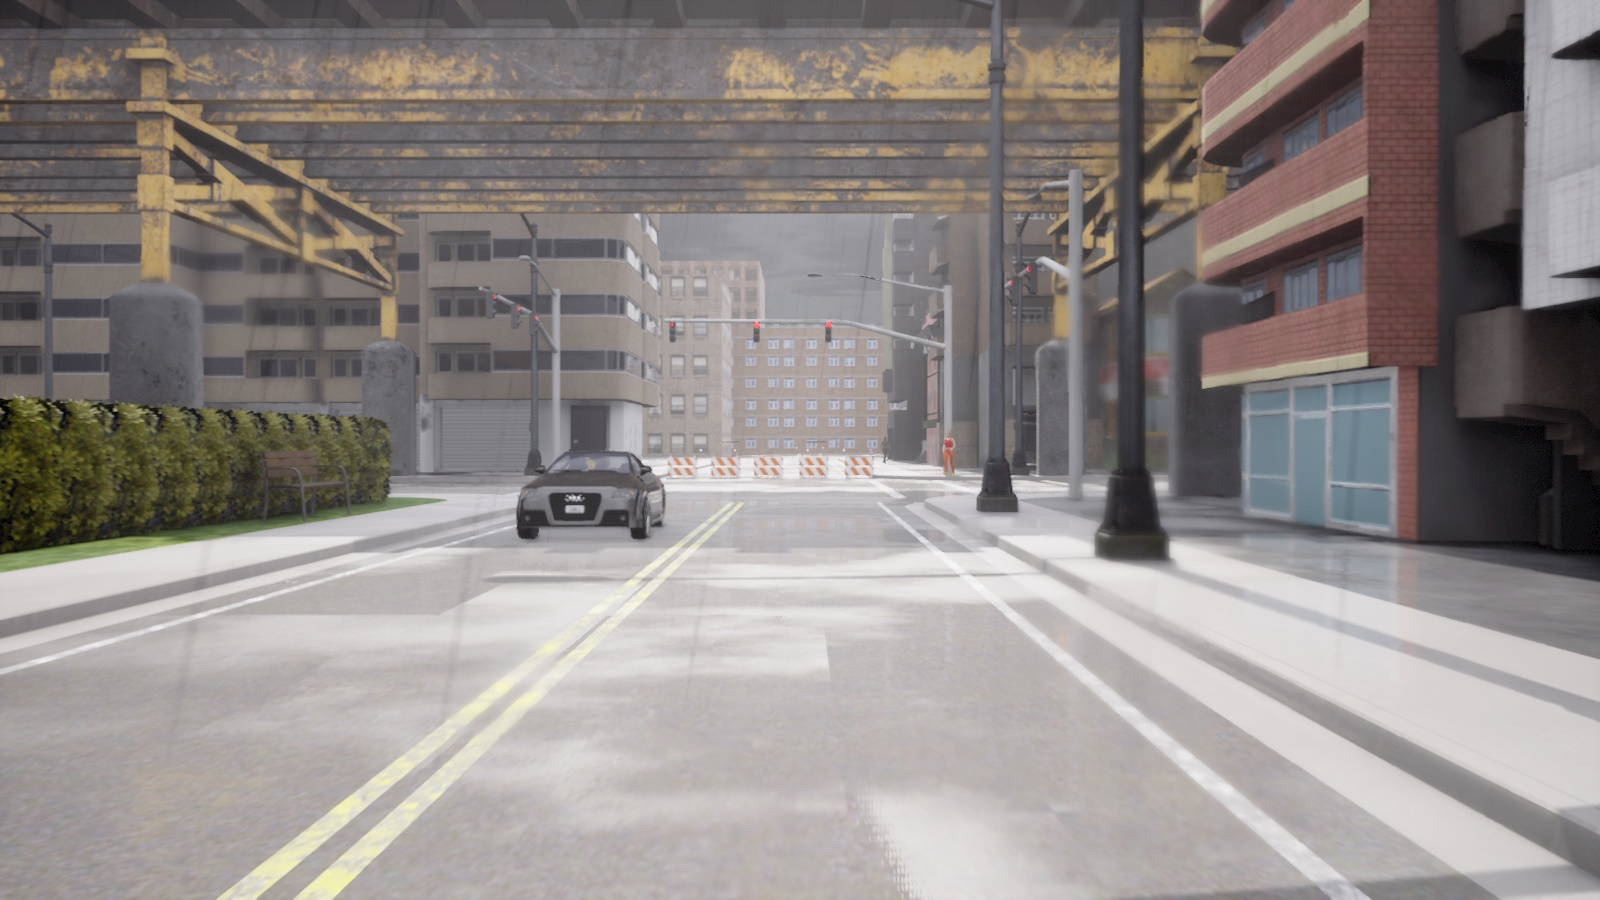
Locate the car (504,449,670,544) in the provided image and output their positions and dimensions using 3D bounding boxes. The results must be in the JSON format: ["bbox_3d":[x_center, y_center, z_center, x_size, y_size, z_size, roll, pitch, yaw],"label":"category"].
[{"bbox_3d":[-3.369,0.693,20.668,1.994,1.385,4.181,0,0,0],"label":"car"}]

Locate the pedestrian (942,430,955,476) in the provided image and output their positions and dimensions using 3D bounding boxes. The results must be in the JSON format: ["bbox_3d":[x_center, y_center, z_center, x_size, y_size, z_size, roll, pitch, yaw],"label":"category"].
[{"bbox_3d":[5.927,0.118,50.084,0.345,1.836,0.594,0,0,26],"label":"pedestrian"}]
